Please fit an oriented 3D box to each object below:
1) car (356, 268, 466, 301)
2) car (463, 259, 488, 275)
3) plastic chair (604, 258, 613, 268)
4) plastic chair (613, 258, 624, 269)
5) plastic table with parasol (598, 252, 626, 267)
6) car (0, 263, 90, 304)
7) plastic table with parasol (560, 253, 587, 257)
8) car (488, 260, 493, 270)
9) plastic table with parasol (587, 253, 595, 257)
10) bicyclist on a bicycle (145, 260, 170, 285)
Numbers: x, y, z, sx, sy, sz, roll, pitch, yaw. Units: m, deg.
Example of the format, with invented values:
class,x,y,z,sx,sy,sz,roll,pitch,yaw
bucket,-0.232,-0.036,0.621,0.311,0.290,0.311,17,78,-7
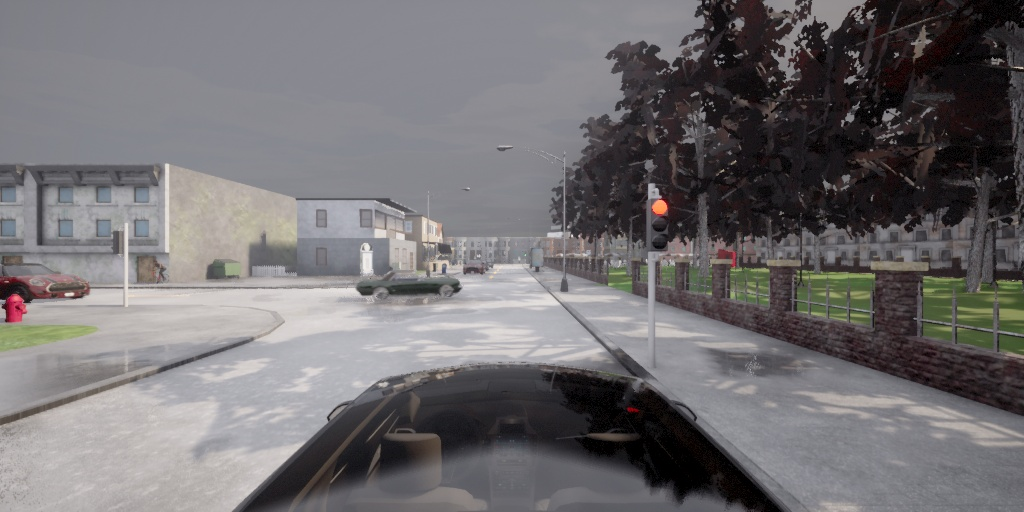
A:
class,x,y,z,sx,sy,sz,roll,pitch,yaw
car,-4.812,1.351,17.052,4.718,1.301,1.895,0,0,-19
car,-4.108,1.102,39.537,2.097,1.767,4.553,0,0,0
plastic chair,14.306,1.306,54.128,0.730,1.272,0.750,0,0,-35
plastic chair,16.012,1.296,54.032,0.750,1.272,0.730,0,0,-40
plastic table with parasol,15.279,0.694,55.030,2.482,2.480,2.482,0,0,-40
car,-21.684,1.101,15.755,4.553,1.767,2.097,0,0,0
plastic table with parasol,9.959,0.684,57.767,2.482,2.480,2.482,0,0,-40
car,-4.108,1.297,49.052,2.033,1.411,5.357,0,0,0
plastic table with parasol,14.655,0.673,63.244,2.482,2.480,2.482,0,0,-42
bicyclist on a bicycle,-23.866,1.098,24.154,0.582,1.620,1.656,0,0,0
